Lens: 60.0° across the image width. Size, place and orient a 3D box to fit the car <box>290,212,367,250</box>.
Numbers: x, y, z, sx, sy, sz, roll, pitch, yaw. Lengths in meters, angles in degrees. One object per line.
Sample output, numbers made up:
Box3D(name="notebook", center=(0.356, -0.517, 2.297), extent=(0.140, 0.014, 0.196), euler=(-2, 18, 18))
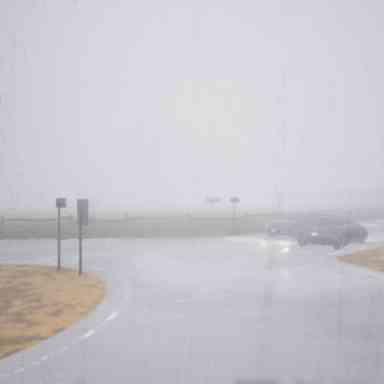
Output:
Box3D(name="car", center=(6.811, 1.831, 16.015), extent=(4.181, 1.385, 1.994), euler=(1, -2, -45))

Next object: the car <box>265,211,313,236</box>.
Box3D(name="car", center=(6.433, 1.911, 20.066), extent=(4.892, 1.490, 1.837), euler=(0, -1, -39))

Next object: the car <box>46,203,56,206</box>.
Box3D(name="car", center=(-35.740, 3.580, 86.616), extent=(4.611, 1.667, 2.242), euler=(0, -2, -40))
